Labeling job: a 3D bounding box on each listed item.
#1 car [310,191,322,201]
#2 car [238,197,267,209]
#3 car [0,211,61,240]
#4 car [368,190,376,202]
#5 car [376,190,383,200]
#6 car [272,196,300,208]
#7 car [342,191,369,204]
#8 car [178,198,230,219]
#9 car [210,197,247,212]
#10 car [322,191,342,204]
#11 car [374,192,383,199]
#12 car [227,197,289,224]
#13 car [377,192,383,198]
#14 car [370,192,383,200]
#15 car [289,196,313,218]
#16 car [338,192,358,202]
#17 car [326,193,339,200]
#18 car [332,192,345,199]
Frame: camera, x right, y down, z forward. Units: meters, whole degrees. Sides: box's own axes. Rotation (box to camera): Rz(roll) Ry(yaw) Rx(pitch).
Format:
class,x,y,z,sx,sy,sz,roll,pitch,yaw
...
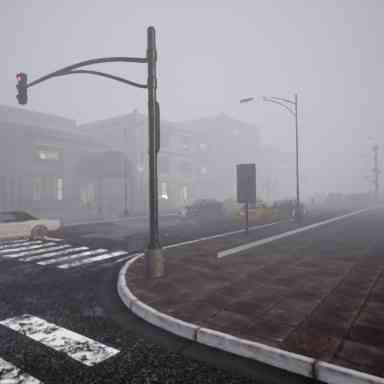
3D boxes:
class,x,y,z,sx,sy,sz,roll,pitch,yaw
car,23.625,0.769,62.388,2.192,1.841,5.009,-1,0,36
car,7.343,1.293,40.026,1.802,1.307,4.206,-1,0,36
car,-8.550,1.557,14.821,1.895,1.301,4.718,-1,0,44
car,27.053,0.860,52.098,1.837,1.490,4.892,-1,0,36
car,33.654,0.570,61.925,2.192,1.841,5.009,-1,0,36
car,11.862,1.227,41.790,1.895,1.301,4.718,-1,0,36
car,22.927,0.898,46.443,1.882,1.535,5.008,-1,0,36
car,0.822,1.294,26.687,2.128,1.511,4.902,-1,0,36
car,3.985,1.290,35.415,1.752,1.417,4.829,-1,0,36
car,21.414,0.811,49.532,2.097,1.767,4.553,-1,0,36
car,40.171,0.721,70.871,1.947,1.339,4.313,-1,0,36
car,4.441,1.242,21.811,1.752,1.417,4.829,-1,0,36
car,43.254,0.652,75.091,1.887,1.381,4.507,-1,0,36
car,36.914,0.771,66.398,1.947,1.339,4.313,-1,0,36
car,7.599,1.217,26.146,2.008,1.369,4.403,-1,0,36
car,26.651,0.869,56.728,2.128,1.511,4.902,-1,0,36
car,30.143,0.935,71.333,1.802,1.307,4.206,-1,0,36
car,33.399,0.743,75.805,1.967,1.590,4.097,-1,0,36
